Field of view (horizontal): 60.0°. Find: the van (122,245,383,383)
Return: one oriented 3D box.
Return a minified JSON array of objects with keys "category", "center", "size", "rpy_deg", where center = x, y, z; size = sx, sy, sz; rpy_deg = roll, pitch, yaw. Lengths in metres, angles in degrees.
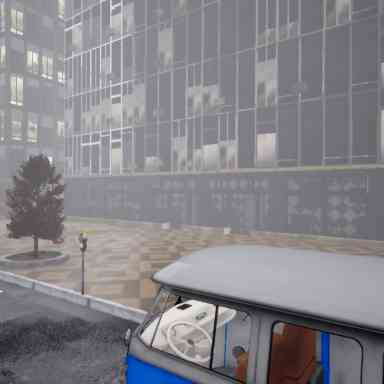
[{"category":"van","center":[1.332,1.341,1.918],"size":[3.998,1.788,1.690],"rpy_deg":[0,0,35]}]
